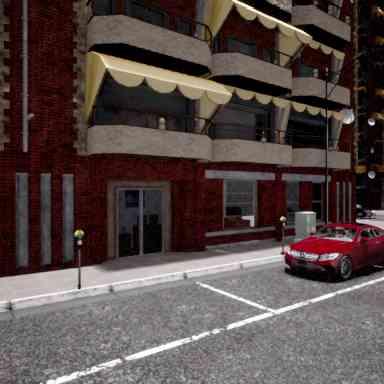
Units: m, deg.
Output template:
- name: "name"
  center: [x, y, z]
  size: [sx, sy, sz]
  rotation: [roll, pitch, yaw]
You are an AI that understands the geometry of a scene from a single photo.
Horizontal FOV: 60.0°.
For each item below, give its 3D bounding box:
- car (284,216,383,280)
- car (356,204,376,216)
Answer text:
- name: "car"
  center: [4.561, 1.582, 9.865]
  size: [4.206, 1.307, 1.802]
  rotation: [0, 0, -35]
- name: "car"
  center: [15.505, 1.806, 32.912]
  size: [2.128, 1.511, 4.902]
  rotation: [0, -1, -36]
